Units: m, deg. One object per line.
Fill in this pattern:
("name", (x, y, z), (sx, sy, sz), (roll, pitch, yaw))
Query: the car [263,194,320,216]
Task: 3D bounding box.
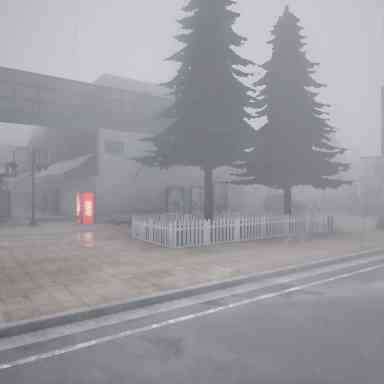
("car", (9.172, 1.206, 31.157), (2.150, 2.045, 5.566), (0, 0, -34))
